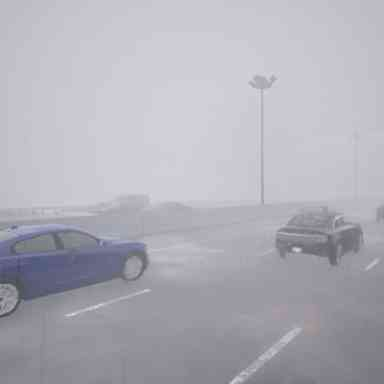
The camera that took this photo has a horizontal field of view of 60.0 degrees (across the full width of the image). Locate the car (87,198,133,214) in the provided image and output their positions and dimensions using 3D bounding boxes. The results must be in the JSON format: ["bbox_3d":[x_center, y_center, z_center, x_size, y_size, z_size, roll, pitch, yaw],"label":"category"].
[{"bbox_3d":[-5.682,1.478,27.231,1.882,1.535,5.008,0,0,38],"label":"car"}]

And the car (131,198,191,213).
[{"bbox_3d":[-2.073,1.477,26.148,1.882,1.535,5.008,0,0,38],"label":"car"}]

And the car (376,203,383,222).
[{"bbox_3d":[15.557,1.475,25.522,1.882,1.535,5.008,0,0,38],"label":"car"}]

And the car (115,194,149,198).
[{"bbox_3d":[-6.332,1.222,32.045,2.150,2.045,5.566,0,0,38],"label":"car"}]

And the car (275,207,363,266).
[{"bbox_3d":[4.623,1.491,11.746,2.128,1.511,4.902,0,0,38],"label":"car"}]

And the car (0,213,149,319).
[{"bbox_3d":[-3.174,1.478,7.568,1.882,1.535,5.008,0,0,39],"label":"car"}]
